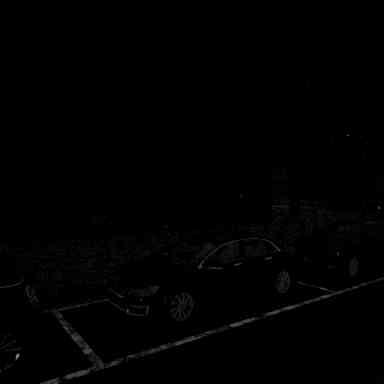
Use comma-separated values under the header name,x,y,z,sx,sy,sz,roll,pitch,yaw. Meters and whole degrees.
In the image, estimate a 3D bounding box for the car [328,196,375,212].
name,x,y,z,sx,sy,sz,roll,pitch,yaw
car,16.041,1.171,33.028,2.128,1.511,4.902,0,1,-36

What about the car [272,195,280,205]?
name,x,y,z,sx,sy,sz,roll,pitch,yaw
car,8.783,0.662,43.165,2.150,2.045,5.566,0,1,-36

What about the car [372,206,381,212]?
name,x,y,z,sx,sy,sz,roll,pitch,yaw
car,9.331,1.441,13.309,4.097,1.590,1.967,0,0,-36

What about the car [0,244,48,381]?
name,x,y,z,sx,sy,sz,roll,pitch,yaw
car,-3.995,1.440,3.800,4.097,1.590,1.967,0,0,-36

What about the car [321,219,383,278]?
name,x,y,z,sx,sy,sz,roll,pitch,yaw
car,4.889,1.545,10.139,4.507,1.381,1.887,0,0,-36

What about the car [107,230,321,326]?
name,x,y,z,sx,sy,sz,roll,pitch,yaw
car,0.447,1.551,6.970,4.403,1.369,2.008,0,0,-36
